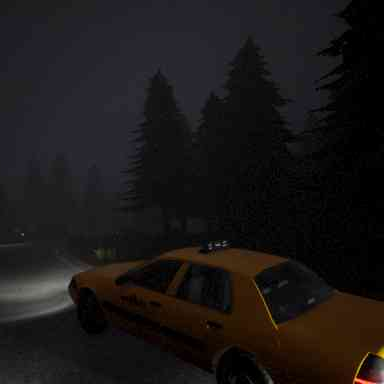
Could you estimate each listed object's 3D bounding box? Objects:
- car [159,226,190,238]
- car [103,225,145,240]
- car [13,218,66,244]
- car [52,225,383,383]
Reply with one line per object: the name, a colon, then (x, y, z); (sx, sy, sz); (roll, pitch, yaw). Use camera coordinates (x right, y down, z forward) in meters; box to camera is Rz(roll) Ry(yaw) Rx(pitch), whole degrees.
car: (-2.318, 5.542, 46.286); (1.882, 1.535, 5.008); (-5, -8, 30)
car: (-7.442, 4.509, 36.981); (2.033, 1.411, 5.357); (-4, -8, 20)
car: (-12.710, 3.255, 28.427); (2.150, 2.045, 5.566); (-4, -7, 7)
car: (0.116, 1.441, 4.758); (5.366, 1.575, 1.801); (0, 1, 43)
